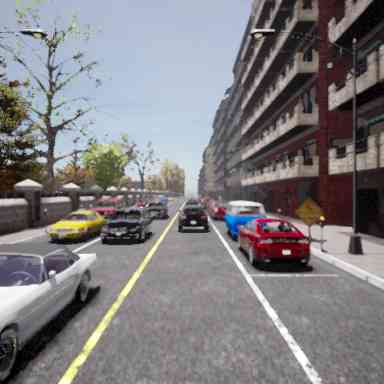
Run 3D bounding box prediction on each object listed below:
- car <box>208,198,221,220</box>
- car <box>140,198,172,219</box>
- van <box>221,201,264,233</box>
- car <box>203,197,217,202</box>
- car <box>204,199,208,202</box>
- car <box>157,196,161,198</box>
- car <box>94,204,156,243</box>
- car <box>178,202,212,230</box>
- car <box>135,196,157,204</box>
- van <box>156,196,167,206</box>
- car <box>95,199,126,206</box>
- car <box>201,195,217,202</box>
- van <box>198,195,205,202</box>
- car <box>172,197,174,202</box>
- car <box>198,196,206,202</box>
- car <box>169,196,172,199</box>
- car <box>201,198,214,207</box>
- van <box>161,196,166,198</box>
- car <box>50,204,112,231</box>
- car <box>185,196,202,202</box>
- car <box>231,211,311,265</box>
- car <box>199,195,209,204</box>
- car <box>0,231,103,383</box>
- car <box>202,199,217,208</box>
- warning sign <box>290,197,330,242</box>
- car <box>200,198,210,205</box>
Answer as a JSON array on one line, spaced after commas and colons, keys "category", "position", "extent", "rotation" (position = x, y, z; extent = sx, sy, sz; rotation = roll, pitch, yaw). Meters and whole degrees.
[{"category": "car", "position": [2.653, 1.532, 28.538], "extent": [1.967, 1.590, 4.097], "rotation": [0, 0, 0]}, {"category": "car", "position": [-3.121, 1.601, 29.790], "extent": [1.837, 1.490, 4.892], "rotation": [0, 0, 0]}, {"category": "van", "position": [2.669, 1.394, 17.278], "extent": [1.690, 1.788, 3.998], "rotation": [0, 0, 0]}, {"category": "car", "position": [2.637, 1.679, 39.798], "extent": [1.887, 1.381, 4.507], "rotation": [0, 0, 0]}, {"category": "car", "position": [2.644, 1.664, 34.168], "extent": [2.008, 1.369, 4.403], "rotation": [0, 0, 0]}, {"category": "car", "position": [-5.751, 1.598, 45.417], "extent": [1.967, 1.590, 4.097], "rotation": [0, 0, 0]}, {"category": "car", "position": [-3.120, 1.557, 16.518], "extent": [1.837, 1.490, 4.892], "rotation": [0, 0, 0]}, {"category": "car", "position": [0.083, 1.592, 21.291], "extent": [1.812, 1.442, 4.674], "rotation": [0, 0, 0]}, {"category": "car", "position": [-5.743, 1.575, 39.788], "extent": [1.967, 1.590, 4.097], "rotation": [0, 0, 0]}, {"category": "van", "position": [-5.774, 1.571, 62.307], "extent": [1.690, 1.788, 3.998], "rotation": [0, 0, 0]}, {"category": "car", "position": [-5.720, 1.388, 22.897], "extent": [2.192, 1.841, 5.009], "rotation": [0, 0, 0]}, {"category": "car", "position": [2.630, 1.471, 45.429], "extent": [2.192, 1.841, 5.009], "rotation": [0, 0, 0]}, {"category": "van", "position": [2.566, 1.713, 90.470], "extent": [1.690, 1.788, 3.998], "rotation": [0, 0, 0]}, {"category": "car", "position": [-5.814, 1.898, 90.288], "extent": [1.752, 1.417, 4.829], "rotation": [0, 0, 0]}, {"category": "car", "position": [2.574, 1.783, 84.839], "extent": [1.967, 1.590, 4.097], "rotation": [0, 0, 0]}, {"category": "car", "position": [-5.783, 1.808, 67.936], "extent": [2.008, 1.369, 4.403], "rotation": [0, 0, 0]}, {"category": "car", "position": [2.613, 1.748, 56.689], "extent": [1.887, 1.381, 4.507], "rotation": [0, 0, 0]}, {"category": "van", "position": [-5.767, 1.546, 56.678], "extent": [1.690, 1.788, 3.998], "rotation": [0, 0, 0]}, {"category": "car", "position": [-5.711, 1.579, 17.097], "extent": [1.752, 1.417, 4.829], "rotation": [0, 0, 0]}, {"category": "car", "position": [0.016, 1.661, 44.893], "extent": [1.837, 1.490, 4.892], "rotation": [0, 0, 0]}, {"category": "car", "position": [2.676, 1.579, 11.647], "extent": [1.887, 1.381, 4.507], "rotation": [0, 0, 0]}, {"category": "car", "position": [2.590, 1.599, 73.579], "extent": [2.192, 1.841, 5.009], "rotation": [0, 0, 0]}, {"category": "car", "position": [-3.108, 1.618, 5.497], "extent": [1.895, 1.301, 4.718], "rotation": [0, 0, 0]}, {"category": "car", "position": [2.621, 1.730, 51.059], "extent": [2.008, 1.369, 4.403], "rotation": [0, 0, 0]}, {"category": "warning sign", "position": [5.045, 1.158, 14.295], "extent": [1.300, 1.860, 1.060], "rotation": [0, 0, 0]}, {"category": "car", "position": [2.597, 1.838, 67.949], "extent": [1.802, 1.307, 4.206], "rotation": [0, 0, 0]}]
